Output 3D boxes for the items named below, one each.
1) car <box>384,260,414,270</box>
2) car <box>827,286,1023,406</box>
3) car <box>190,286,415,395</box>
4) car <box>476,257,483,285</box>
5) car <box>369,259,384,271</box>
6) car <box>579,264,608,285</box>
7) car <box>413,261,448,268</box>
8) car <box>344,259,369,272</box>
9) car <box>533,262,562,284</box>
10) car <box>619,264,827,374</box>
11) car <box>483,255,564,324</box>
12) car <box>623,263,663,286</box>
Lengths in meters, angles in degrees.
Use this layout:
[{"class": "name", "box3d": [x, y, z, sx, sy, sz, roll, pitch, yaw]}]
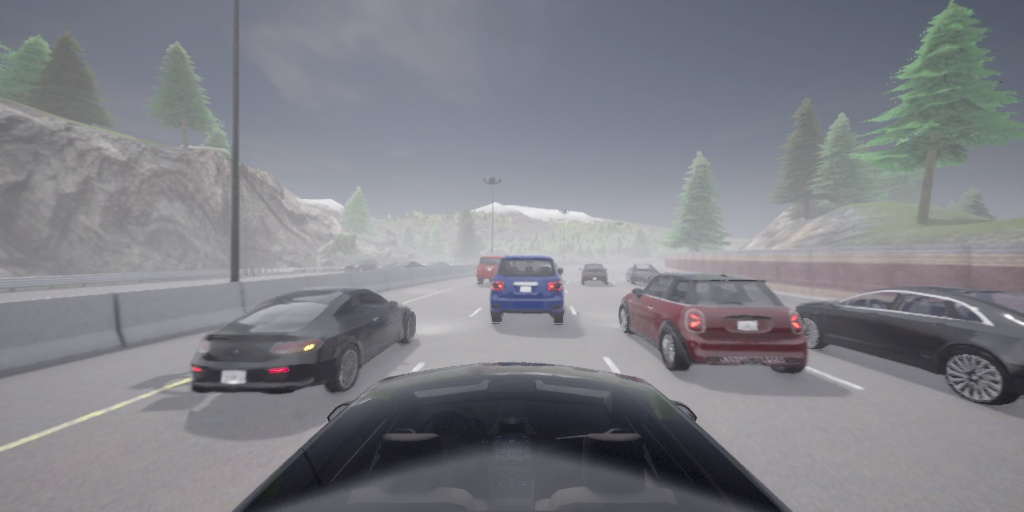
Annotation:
[{"class": "car", "box3d": [-12.222, 1.256, 41.501, 1.882, 1.535, 5.008, 0, 0, 15]}, {"class": "car", "box3d": [7.236, 1.269, 6.254, 2.128, 1.511, 4.902, 0, 0, 2]}, {"class": "car", "box3d": [-3.247, 1.274, 6.592, 1.812, 1.442, 4.674, 0, 0, 2]}, {"class": "car", "box3d": [-1.045, 1.007, 26.761, 2.150, 2.045, 5.566, 0, 0, 10]}, {"class": "car", "box3d": [-14.988, 1.268, 44.643, 2.128, 1.511, 4.902, 0, 0, 16]}, {"class": "car", "box3d": [6.173, 1.310, 27.156, 1.837, 1.490, 4.892, 0, 0, 11]}, {"class": "car", "box3d": [-8.728, 1.334, 41.178, 2.033, 1.411, 5.357, 0, 0, 16]}, {"class": "car", "box3d": [-18.633, 1.118, 44.569, 2.097, 1.767, 4.553, 0, 0, 16]}, {"class": "car", "box3d": [2.966, 1.276, 28.935, 1.882, 1.535, 5.008, 0, 0, 11]}, {"class": "car", "box3d": [3.830, 1.120, 7.784, 2.097, 1.767, 4.553, 0, 0, 3]}, {"class": "car", "box3d": [0.589, 0.989, 12.251, 2.150, 2.045, 5.566, 0, 0, 5]}, {"class": "car", "box3d": [9.688, 1.304, 26.890, 2.128, 1.511, 4.902, 0, 0, 11]}]
